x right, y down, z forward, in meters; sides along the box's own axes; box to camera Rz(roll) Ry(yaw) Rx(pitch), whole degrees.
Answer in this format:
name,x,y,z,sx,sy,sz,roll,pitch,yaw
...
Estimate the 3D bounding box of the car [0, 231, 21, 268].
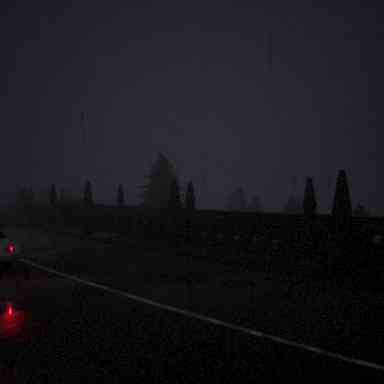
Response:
name,x,y,z,sx,sy,sz,roll,pitch,yaw
car,-7.073,1.613,10.261,4.718,1.301,1.895,0,0,44
